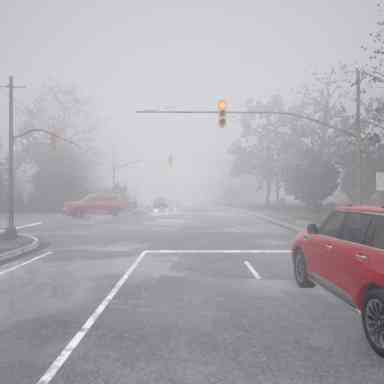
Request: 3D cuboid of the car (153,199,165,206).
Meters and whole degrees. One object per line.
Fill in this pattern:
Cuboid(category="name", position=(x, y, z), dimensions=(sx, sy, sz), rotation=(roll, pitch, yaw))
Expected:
Cuboid(category="car", position=(-6.335, 1.994, 63.180), dimensions=(1.994, 1.385, 4.181), rotation=(0, -1, -11))

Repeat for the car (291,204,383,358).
Cuboid(category="car", position=(3.591, 1.221, 6.091), dimensions=(2.150, 2.045, 5.566), rotation=(0, 0, 0))

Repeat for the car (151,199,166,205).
Cuboid(category="car", position=(-8.345, 2.405, 83.077), dimensions=(2.033, 1.411, 5.357), rotation=(0, -1, -25))

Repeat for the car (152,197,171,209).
Cuboid(category="car", position=(-4.431, 1.482, 47.888), dimensions=(2.097, 1.767, 4.553), rotation=(0, -1, -5))

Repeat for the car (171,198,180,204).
Cuboid(category="car", position=(-4.636, 2.316, 83.215), dimensions=(1.882, 1.535, 5.008), rotation=(0, -1, -22))

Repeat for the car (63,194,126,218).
Cuboid(category="car", position=(-8.936, 1.242, 30.718), dimensions=(5.566, 2.045, 2.150), rotation=(0, 2, -31))
